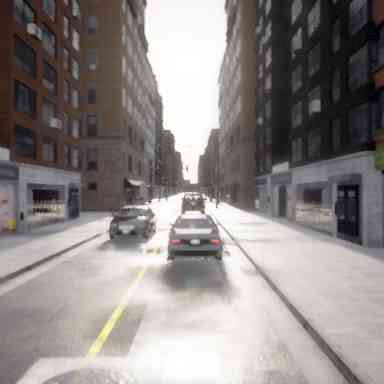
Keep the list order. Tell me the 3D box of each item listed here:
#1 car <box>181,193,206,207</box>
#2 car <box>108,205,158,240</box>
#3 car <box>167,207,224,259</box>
[{"bbox_3d":[0.104,1.132,31.642,2.150,2.045,5.566,0,0,0],"label":"car"},{"bbox_3d":[-2.847,1.444,16.811,2.128,1.511,4.902,0,0,0],"label":"car"},{"bbox_3d":[0.100,1.512,12.320,2.033,1.411,5.357,0,0,0],"label":"car"}]
